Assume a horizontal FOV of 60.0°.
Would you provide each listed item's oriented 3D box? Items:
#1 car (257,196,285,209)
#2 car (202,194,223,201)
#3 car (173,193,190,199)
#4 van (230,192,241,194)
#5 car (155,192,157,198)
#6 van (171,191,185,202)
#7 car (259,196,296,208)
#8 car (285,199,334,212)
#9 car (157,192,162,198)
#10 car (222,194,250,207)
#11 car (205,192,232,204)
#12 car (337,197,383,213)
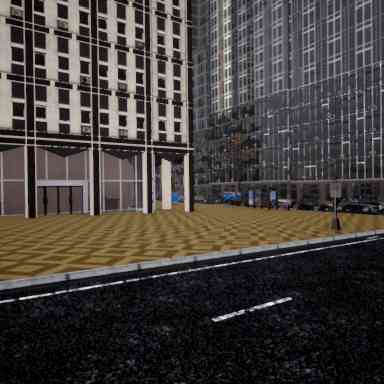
[{"bbox_3d":[9.720,1.386,41.324,1.802,1.307,4.206,-1,1,-34],"label":"car"},{"bbox_3d":[3.956,1.042,64.894,1.802,1.307,4.206,-1,1,-34],"label":"car"},{"bbox_3d":[-2.437,0.934,74.293,1.802,1.307,4.206,0,1,-34],"label":"car"},{"bbox_3d":[7.152,0.853,60.191,1.690,1.788,3.998,-1,1,-34],"label":"van"},{"bbox_3d":[-8.831,0.685,83.689,1.967,1.590,4.097,0,1,-34],"label":"car"},{"bbox_3d":[-2.973,0.936,60.179,1.690,1.788,3.998,0,1,-34],"label":"van"},{"bbox_3d":[11.210,1.275,43.926,1.812,1.442,4.674,-1,1,-34],"label":"car"},{"bbox_3d":[12.903,1.422,36.612,1.947,1.339,4.313,-1,1,-34],"label":"car"},{"bbox_3d":[-5.635,0.613,78.989,2.192,1.841,5.009,0,1,-34],"label":"car"},{"bbox_3d":[6.572,1.318,46.055,1.947,1.339,4.313,-1,1,-34],"label":"car"},{"bbox_3d":[3.844,1.132,54.782,1.837,1.490,4.892,-1,2,-34],"label":"car"},{"bbox_3d":[17.306,1.339,34.959,2.128,1.511,4.902,-1,1,-34],"label":"car"}]
